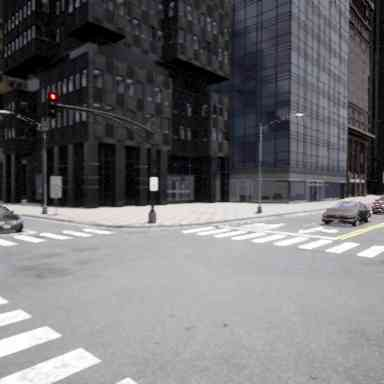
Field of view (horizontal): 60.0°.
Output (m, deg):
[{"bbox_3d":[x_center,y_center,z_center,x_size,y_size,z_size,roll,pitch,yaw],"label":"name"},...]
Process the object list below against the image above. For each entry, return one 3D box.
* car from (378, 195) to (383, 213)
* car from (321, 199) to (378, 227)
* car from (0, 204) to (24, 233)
[{"bbox_3d":[17.677,1.040,29.750,2.097,1.767,4.553,1,1,42],"label":"car"},{"bbox_3d":[10.042,1.303,21.316,2.033,1.411,5.357,1,1,39],"label":"car"},{"bbox_3d":[-10.291,1.332,16.983,4.674,1.442,1.812,1,1,42],"label":"car"}]
